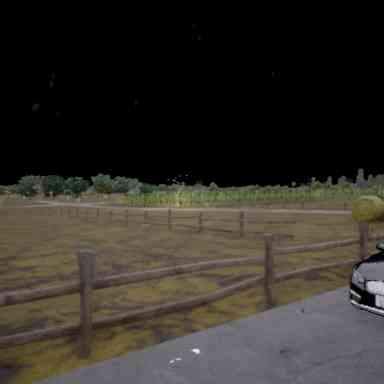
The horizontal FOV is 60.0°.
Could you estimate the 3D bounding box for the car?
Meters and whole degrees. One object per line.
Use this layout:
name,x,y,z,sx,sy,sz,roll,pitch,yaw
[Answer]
car,5.070,1.476,6.599,4.902,1.511,2.128,0,0,-35
